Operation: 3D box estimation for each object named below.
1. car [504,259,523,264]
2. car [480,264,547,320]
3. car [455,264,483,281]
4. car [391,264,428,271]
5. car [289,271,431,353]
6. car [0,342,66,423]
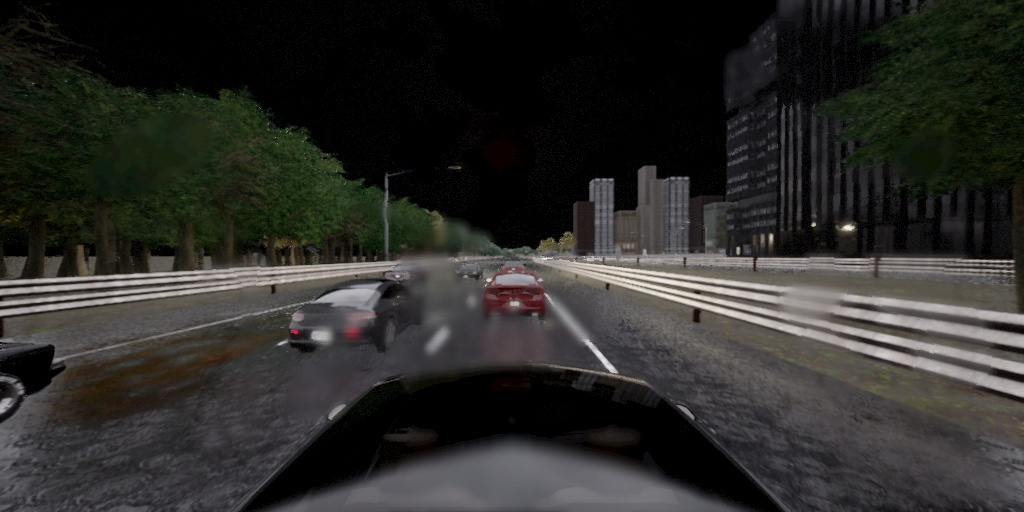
[{"bbox_3d":[0.111,1.059,30.395,2.097,1.767,4.553,0,0,0],"label":"car"},{"bbox_3d":[0.103,1.211,12.531,1.882,1.535,5.008,0,0,0],"label":"car"},{"bbox_3d":[-3.389,1.309,29.268,1.895,1.301,4.718,0,0,0],"label":"car"},{"bbox_3d":[-6.888,1.263,24.111,2.033,1.411,5.357,0,0,0],"label":"car"},{"bbox_3d":[-3.398,1.265,8.716,1.812,1.442,4.674,0,0,0],"label":"car"},{"bbox_3d":[-6.900,1.349,2.592,1.895,1.301,4.718,0,0,0],"label":"car"}]
